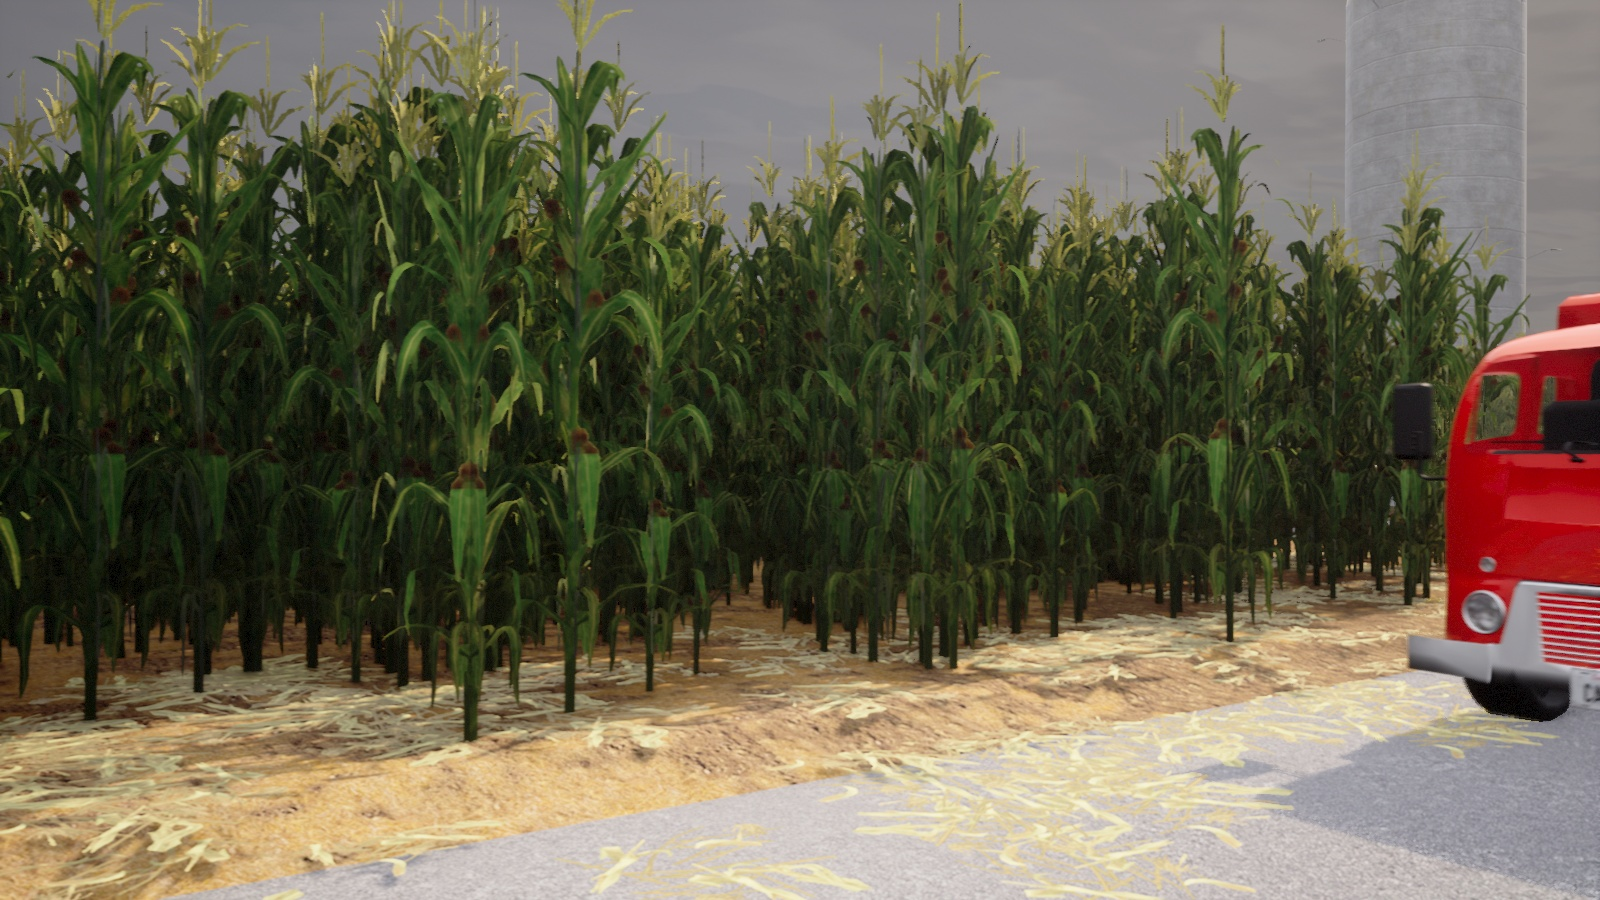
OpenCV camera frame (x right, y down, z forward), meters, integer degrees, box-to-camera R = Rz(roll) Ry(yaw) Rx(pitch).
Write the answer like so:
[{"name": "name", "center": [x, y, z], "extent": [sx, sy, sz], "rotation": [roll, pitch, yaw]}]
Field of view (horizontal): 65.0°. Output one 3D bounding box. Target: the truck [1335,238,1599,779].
[{"name": "truck", "center": [5.786, 0.260, 7.203], "extent": [5.204, 2.467, 2.627], "rotation": [0, 0, -35]}]
